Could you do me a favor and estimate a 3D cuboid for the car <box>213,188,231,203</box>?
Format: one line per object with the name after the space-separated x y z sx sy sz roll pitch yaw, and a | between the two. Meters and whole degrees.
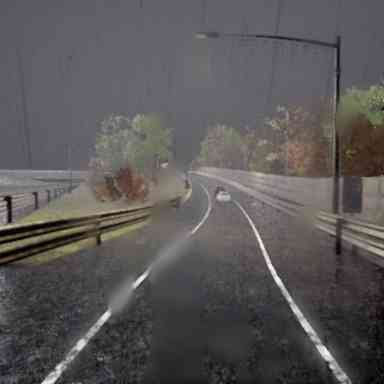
4.183 0.663 44.581 1.812 1.442 4.674 1 3 2 | car

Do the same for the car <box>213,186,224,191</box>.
4.536 -0.193 54.625 2.097 1.767 4.553 1 4 0 | car
